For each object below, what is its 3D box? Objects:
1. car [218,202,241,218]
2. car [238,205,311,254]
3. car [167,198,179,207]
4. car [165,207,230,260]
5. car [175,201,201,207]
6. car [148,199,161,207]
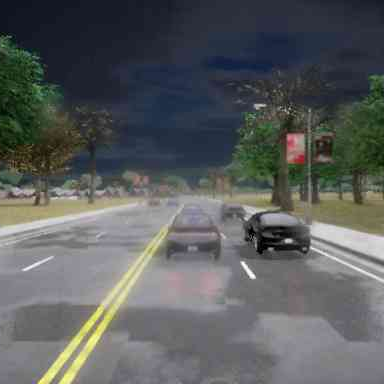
[{"bbox_3d":[3.296,1.583,27.642,1.837,1.490,4.892,0,0,0],"label":"car"},{"bbox_3d":[3.304,1.510,13.773,1.882,1.535,5.008,0,0,0],"label":"car"},{"bbox_3d":[-3.308,1.734,57.794,1.882,1.535,5.008,0,0,0],"label":"car"},{"bbox_3d":[0.044,1.520,12.526,2.128,1.511,4.902,0,0,0],"label":"car"},{"bbox_3d":[0.027,1.615,25.471,2.033,1.411,5.357,0,0,1],"label":"car"},{"bbox_3d":[-6.553,1.857,57.796,1.895,1.301,4.718,0,0,1],"label":"car"}]
